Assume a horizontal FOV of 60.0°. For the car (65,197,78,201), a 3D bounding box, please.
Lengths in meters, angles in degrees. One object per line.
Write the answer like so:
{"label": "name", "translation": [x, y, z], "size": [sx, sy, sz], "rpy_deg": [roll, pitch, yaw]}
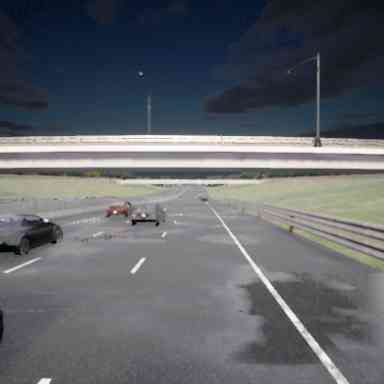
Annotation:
{"label": "car", "translation": [-22.999, 1.699, 64.010], "size": [1.812, 1.442, 4.674], "rpy_deg": [0, 0, 2]}

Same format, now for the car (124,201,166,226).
{"label": "car", "translation": [-2.946, 1.499, 23.104], "size": [2.033, 1.411, 5.357], "rpy_deg": [0, 0, 1]}

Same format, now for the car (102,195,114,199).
{"label": "car", "translation": [-16.015, 1.535, 63.713], "size": [2.097, 1.767, 4.553], "rpy_deg": [0, -1, 2]}

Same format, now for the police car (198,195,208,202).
{"label": "police car", "translation": [3.527, 2.032, 94.737], "size": [1.930, 1.638, 5.238], "rpy_deg": [0, -1, 1]}

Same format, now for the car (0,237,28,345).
{"label": "car", "translation": [-3.365, 1.465, 2.305], "size": [1.882, 1.535, 5.008], "rpy_deg": [0, 0, 0]}

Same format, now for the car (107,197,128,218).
{"label": "car", "translation": [-6.277, 1.472, 29.680], "size": [1.812, 1.442, 4.674], "rpy_deg": [0, 0, 1]}

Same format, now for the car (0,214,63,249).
{"label": "car", "translation": [-6.690, 1.526, 12.921], "size": [1.994, 1.385, 4.181], "rpy_deg": [0, 0, 1]}

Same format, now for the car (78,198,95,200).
{"label": "car", "translation": [-19.510, 1.774, 63.634], "size": [1.895, 1.301, 4.718], "rpy_deg": [0, -1, 2]}
